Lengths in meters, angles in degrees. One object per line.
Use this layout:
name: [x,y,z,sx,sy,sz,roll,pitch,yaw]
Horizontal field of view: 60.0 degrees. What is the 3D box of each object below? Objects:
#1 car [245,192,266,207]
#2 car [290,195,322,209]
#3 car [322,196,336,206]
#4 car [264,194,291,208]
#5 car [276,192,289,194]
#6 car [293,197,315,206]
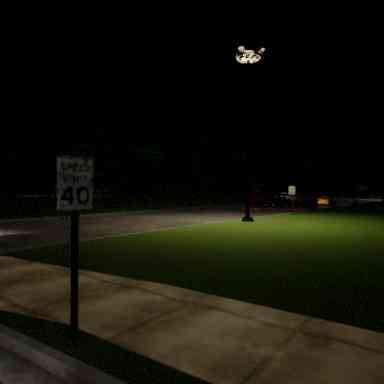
car: [9.785,1.072,48.872,2.150,2.045,5.566,1,0,37]
car: [15.259,1.378,44.515,1.882,1.535,5.008,1,0,38]
car: [21.219,1.378,52.470,1.882,1.535,5.008,1,0,37]
car: [12.251,1.380,46.349,1.837,1.490,4.892,1,0,38]
car: [16.137,1.073,57.351,2.150,2.045,5.566,1,0,37]
car: [18.446,1.476,54.606,1.895,1.301,4.718,1,0,37]
